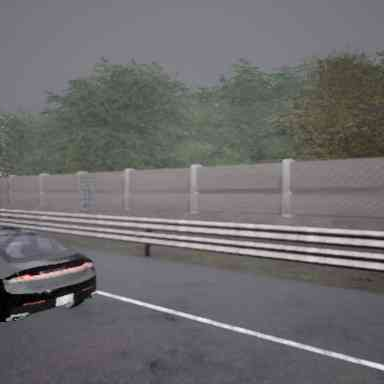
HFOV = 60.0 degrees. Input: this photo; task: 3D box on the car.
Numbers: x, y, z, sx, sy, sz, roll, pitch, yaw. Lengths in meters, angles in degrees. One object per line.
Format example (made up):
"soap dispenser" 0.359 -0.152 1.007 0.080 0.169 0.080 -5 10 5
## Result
"car" -3.999 1.520 6.743 4.902 1.511 2.128 0 0 36
